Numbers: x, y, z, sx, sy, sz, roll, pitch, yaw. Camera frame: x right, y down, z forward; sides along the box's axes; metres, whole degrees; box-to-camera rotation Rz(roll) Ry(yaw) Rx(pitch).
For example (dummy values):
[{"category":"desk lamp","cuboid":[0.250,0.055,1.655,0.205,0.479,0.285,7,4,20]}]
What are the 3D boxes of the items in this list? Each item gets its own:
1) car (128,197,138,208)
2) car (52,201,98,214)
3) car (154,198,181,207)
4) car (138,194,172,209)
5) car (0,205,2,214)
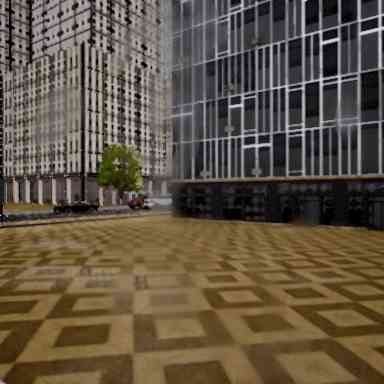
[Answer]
[{"category":"car","cuboid":[-7.104,1.454,48.825,2.192,1.841,5.009,0,0,35]},{"category":"car","cuboid":[-12.648,1.681,36.205,1.895,1.301,4.718,0,0,35]},{"category":"car","cuboid":[-3.871,1.724,53.514,1.947,1.339,4.313,0,0,35]},{"category":"car","cuboid":[-4.696,1.357,47.722,2.150,2.045,5.566,0,-1,35]},{"category":"car","cuboid":[-18.439,1.527,27.810,2.128,1.511,4.902,0,0,33]}]
